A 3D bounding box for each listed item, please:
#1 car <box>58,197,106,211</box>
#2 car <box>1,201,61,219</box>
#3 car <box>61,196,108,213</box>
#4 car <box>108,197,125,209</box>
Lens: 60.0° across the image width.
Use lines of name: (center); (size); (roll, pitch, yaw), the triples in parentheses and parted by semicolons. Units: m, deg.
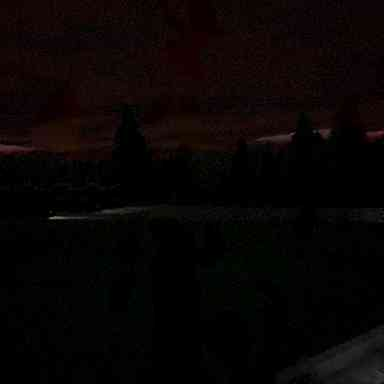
car: (-12.607, 1.364, 38.281); (4.892, 1.490, 1.837); (0, 0, 8)
car: (-13.652, 1.481, 27.829); (4.181, 1.385, 1.994); (0, 0, 8)
car: (-11.759, 1.352, 34.637); (5.008, 1.535, 1.882); (0, 0, 8)
car: (-10.843, 1.312, 41.578); (5.008, 1.535, 1.882); (0, 0, 8)
